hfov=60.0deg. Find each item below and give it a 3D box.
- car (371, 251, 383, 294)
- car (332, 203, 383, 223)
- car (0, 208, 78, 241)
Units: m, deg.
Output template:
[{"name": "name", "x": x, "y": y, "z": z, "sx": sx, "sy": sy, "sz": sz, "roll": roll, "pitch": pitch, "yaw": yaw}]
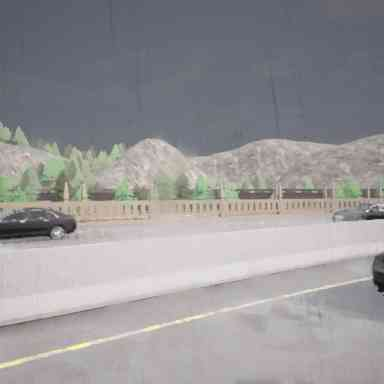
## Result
[{"name": "car", "x": 5.899, "y": 1.505, "z": 7.104, "sx": 4.892, "sy": 1.490, "sz": 1.837, "roll": 0, "pitch": 0, "yaw": -30}, {"name": "car", "x": 11.354, "y": 1.491, "z": 21.571, "sx": 4.902, "sy": 1.511, "sz": 2.128, "roll": 0, "pitch": 0, "yaw": -22}, {"name": "car", "x": -7.853, "y": 1.505, "z": 15.313, "sx": 4.892, "sy": 1.490, "sz": 1.837, "roll": 0, "pitch": 0, "yaw": -33}]
